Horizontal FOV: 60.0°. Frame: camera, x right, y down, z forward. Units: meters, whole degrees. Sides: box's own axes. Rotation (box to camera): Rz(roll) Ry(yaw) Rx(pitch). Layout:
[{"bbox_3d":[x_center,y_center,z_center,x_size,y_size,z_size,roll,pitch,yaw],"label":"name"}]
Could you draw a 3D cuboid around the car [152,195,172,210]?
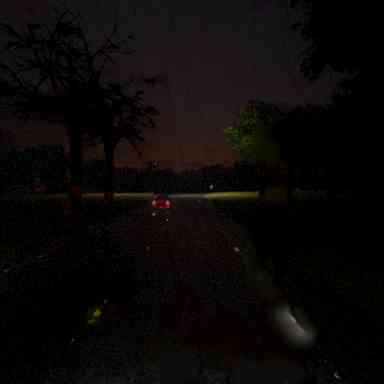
[{"bbox_3d":[-3.595,1.170,40.304,2.097,1.767,4.553,0,1,0],"label":"car"}]
